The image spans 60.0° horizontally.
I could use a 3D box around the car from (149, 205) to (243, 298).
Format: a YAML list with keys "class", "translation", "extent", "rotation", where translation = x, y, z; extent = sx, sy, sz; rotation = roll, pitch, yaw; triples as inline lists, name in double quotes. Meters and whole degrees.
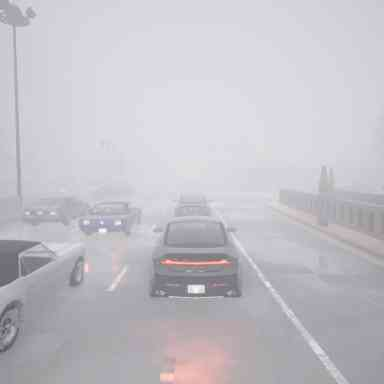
- class: "car"
  translation: [0.070, 1.337, 8.152]
  extent: [1.837, 1.490, 4.892]
  rotation: [0, 2, 0]

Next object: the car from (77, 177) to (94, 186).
- class: "car"
  translation: [-21.304, -2.158, 66.616]
  extent: [1.882, 1.535, 5.008]
  rotation: [0, 3, 0]

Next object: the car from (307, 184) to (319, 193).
- class: "car"
  translation: [17.125, -0.642, 42.333]
  extent: [4.674, 1.442, 1.812]
  rotation: [0, 3, 2]

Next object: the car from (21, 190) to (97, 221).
- class: "car"
  translation: [-6.970, 0.867, 17.693]
  extent: [2.033, 1.411, 5.357]
  rotation: [0, 3, 0]

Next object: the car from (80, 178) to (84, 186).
- class: "car"
  translation: [-17.824, -1.638, 59.181]
  extent: [2.033, 1.411, 5.357]
  rotation: [0, 3, 0]

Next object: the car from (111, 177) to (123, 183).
- class: "car"
  translation: [-17.866, -2.879, 79.767]
  extent: [1.994, 1.385, 4.181]
  rotation: [0, 3, 0]

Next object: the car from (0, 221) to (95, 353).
- class: "car"
  translation: [-3.422, 1.506, 5.934]
  extent: [1.895, 1.301, 4.718]
  rotation: [0, 2, 0]

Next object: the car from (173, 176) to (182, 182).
- class: "car"
  translation: [-3.907, -3.436, 88.413]
  extent: [1.812, 1.442, 4.674]
  rotation: [0, 3, 0]

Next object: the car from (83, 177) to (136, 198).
- class: "car"
  translation: [-8.246, -0.307, 33.953]
  extent: [4.553, 1.767, 2.097]
  rotation: [-2, 4, -33]

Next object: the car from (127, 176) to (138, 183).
- class: "car"
  translation: [-14.369, -2.988, 80.323]
  extent: [1.882, 1.535, 5.008]
  rotation: [0, 3, 0]

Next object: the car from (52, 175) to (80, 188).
- class: "car"
  translation: [-21.325, -1.754, 55.703]
  extent: [2.150, 2.045, 5.566]
  rotation: [0, 3, 0]

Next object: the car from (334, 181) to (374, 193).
- class: "car"
  translation: [18.461, -0.476, 38.793]
  extent: [5.008, 1.535, 1.882]
  rotation: [0, 3, 2]

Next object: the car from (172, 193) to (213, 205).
- class: "car"
  translation: [0.034, 0.837, 17.532]
  extent: [1.837, 1.490, 4.892]
  rotation: [0, 3, -1]

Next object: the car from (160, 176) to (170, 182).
- class: "car"
  translation: [-7.407, -3.434, 88.396]
  extent: [1.812, 1.442, 4.674]
  rotation: [0, 3, 0]

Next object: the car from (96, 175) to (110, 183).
- class: "car"
  translation: [-21.368, -3.092, 80.020]
  extent: [2.097, 1.767, 4.553]
  rotation: [0, 3, 0]

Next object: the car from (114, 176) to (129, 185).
- class: "car"
  translation: [-14.310, -2.362, 67.897]
  extent: [2.097, 1.767, 4.553]
  rotation: [0, 3, 0]

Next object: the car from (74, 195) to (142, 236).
- class: "car"
  translation: [-3.458, 1.077, 15.061]
  extent: [1.895, 1.301, 4.718]
  rotation: [0, 3, 0]

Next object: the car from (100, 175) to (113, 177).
- class: "car"
  translation: [-14.327, -1.728, 55.261]
  extent: [2.150, 2.045, 5.566]
  rotation: [0, 3, 0]

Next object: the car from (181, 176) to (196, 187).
- class: "car"
  translation: [-0.256, -1.614, 57.859]
  extent: [2.128, 1.511, 4.902]
  rotation: [0, 4, 1]
